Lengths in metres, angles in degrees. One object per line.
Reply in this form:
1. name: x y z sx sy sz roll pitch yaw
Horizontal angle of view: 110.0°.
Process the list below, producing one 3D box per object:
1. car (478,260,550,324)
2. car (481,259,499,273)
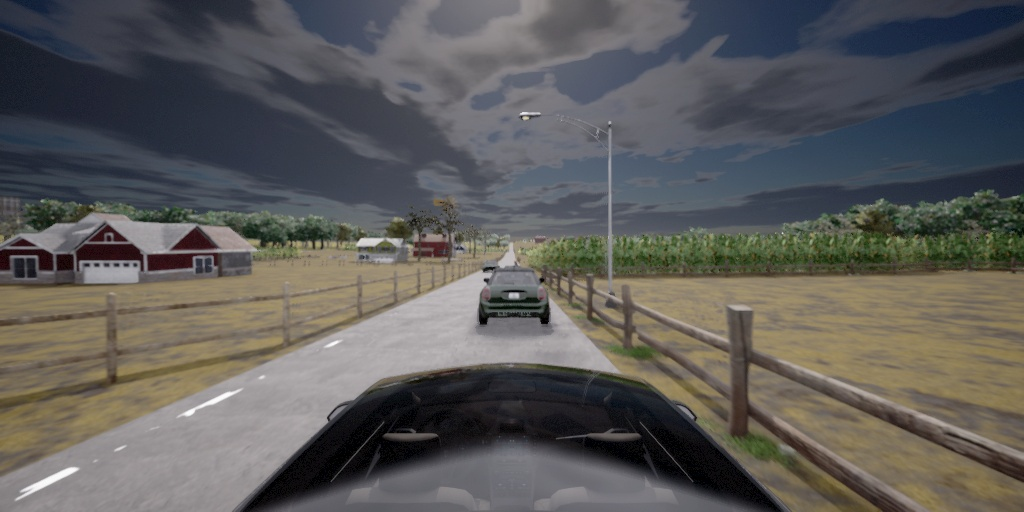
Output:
1. car: 0.071 1.148 12.256 2.097 1.767 4.553 0 0 0
2. car: -2.833 1.284 47.788 2.097 1.767 4.553 0 0 0
